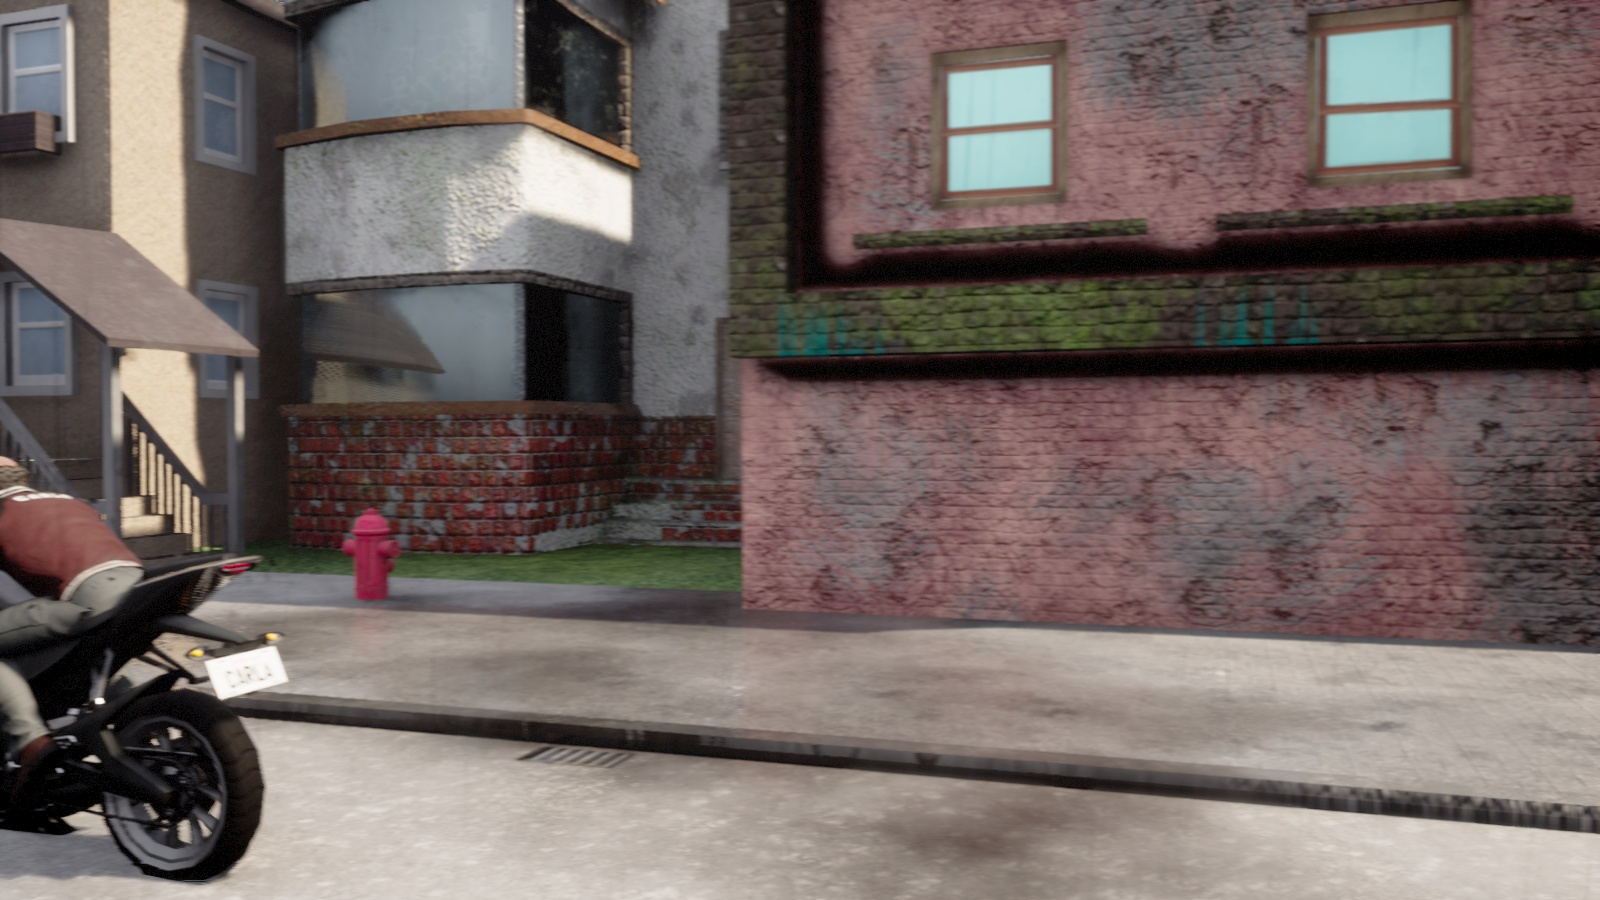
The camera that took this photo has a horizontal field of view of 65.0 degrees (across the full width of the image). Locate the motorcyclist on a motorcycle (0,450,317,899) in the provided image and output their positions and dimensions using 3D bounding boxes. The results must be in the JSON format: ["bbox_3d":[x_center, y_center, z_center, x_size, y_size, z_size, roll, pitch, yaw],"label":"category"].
[{"bbox_3d":[-3.022,0.774,4.734,2.191,1.530,0.866,1,1,19],"label":"motorcyclist on a motorcycle"}]
